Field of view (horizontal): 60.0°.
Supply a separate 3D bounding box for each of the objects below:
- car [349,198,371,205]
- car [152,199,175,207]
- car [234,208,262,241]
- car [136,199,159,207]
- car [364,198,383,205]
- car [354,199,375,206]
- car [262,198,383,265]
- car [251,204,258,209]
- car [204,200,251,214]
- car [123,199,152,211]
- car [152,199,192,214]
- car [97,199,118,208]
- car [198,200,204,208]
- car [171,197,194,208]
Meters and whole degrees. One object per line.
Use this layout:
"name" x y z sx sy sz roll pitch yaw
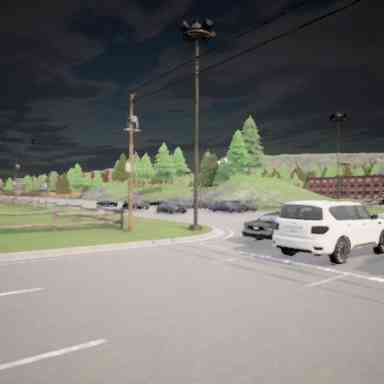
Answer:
"car" 40.308 2.300 79.947 1.837 1.490 4.892 1 0 -18
"car" -5.157 1.915 59.623 1.895 1.301 4.718 1 0 -36
"car" 4.773 1.684 16.499 5.357 1.411 2.033 1 0 -40
"car" -7.753 1.880 57.216 1.895 1.301 4.718 1 0 -36
"car" 43.959 2.289 79.781 2.128 1.511 4.902 1 0 -14
"car" 37.991 2.267 73.486 1.812 1.442 4.674 1 0 -7
"car" 5.327 1.340 12.419 5.566 2.045 2.150 0 0 -39
"car" 6.479 1.816 43.495 1.837 1.490 4.892 1 0 -36
"car" 4.202 1.823 40.670 2.033 1.411 5.357 1 0 -36
"car" -7.564 1.685 44.940 1.882 1.535 5.008 1 0 -36
"car" -2.320 1.770 37.734 1.994 1.385 4.181 1 0 -36
"car" -13.450 1.810 53.070 1.895 1.301 4.718 1 0 -36
"car" 0.692 1.876 51.480 1.994 1.385 4.181 1 0 -36
"car" -1.804 1.629 48.942 2.097 1.767 4.553 1 0 -36
